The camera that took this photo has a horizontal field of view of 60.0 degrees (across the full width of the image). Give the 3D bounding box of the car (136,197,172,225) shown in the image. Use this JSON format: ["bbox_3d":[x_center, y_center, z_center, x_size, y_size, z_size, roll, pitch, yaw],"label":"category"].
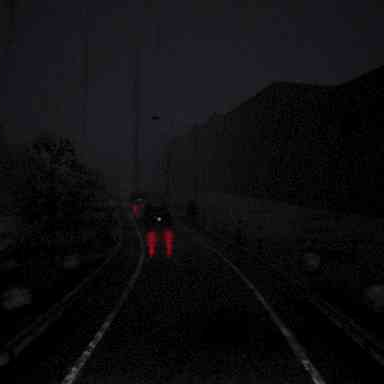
[{"bbox_3d":[-2.676,1.459,24.237,2.128,1.511,4.902,0,3,-13],"label":"car"}]

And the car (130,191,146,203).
[{"bbox_3d":[-6.854,0.600,42.299,2.128,1.511,4.902,0,3,-13],"label":"car"}]
